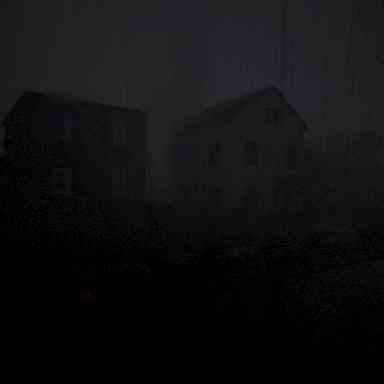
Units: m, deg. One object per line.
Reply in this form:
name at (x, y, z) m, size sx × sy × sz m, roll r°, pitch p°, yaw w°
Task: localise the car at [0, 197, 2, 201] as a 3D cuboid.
car at (-16.731, 1.170, 31.049) m, size 3.633 × 1.501 × 1.845 m, roll 1°, pitch 0°, yaw -36°
